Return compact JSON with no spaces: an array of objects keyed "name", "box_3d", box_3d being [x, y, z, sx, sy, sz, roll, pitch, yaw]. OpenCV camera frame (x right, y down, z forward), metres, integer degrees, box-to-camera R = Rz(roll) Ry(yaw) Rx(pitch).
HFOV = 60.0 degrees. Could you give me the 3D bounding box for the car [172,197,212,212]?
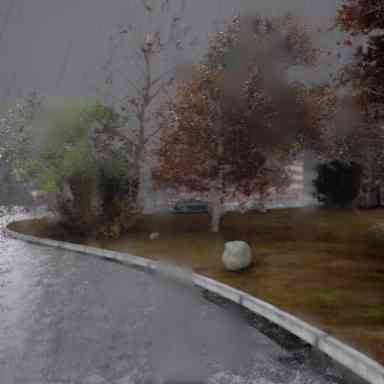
[{"name":"car","box_3d":[0.404,1.309,34.611,4.892,1.490,1.837,-1,1,-14]}]
